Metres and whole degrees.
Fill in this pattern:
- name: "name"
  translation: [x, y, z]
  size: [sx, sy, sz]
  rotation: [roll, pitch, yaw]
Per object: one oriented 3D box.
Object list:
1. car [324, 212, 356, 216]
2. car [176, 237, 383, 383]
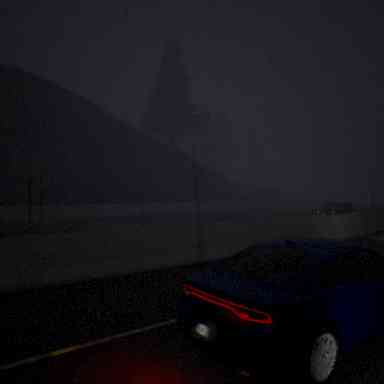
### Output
- name: "car"
  translation: [12.118, 1.563, 27.733]
  size: [4.892, 1.490, 1.837]
  rotation: [1, -1, -43]
- name: "car"
  translation: [2.107, 1.488, 5.437]
  size: [5.008, 1.535, 1.882]
  rotation: [0, 0, -37]
